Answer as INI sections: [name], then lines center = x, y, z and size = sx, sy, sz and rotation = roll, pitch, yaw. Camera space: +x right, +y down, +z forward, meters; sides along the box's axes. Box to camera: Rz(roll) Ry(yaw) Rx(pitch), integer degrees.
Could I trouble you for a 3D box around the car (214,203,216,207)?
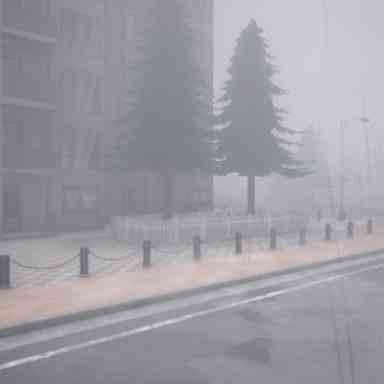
[car]
center = 1.235, 1.508, 43.365
size = 1.994, 1.385, 4.181
rotation = 0, 0, -35
